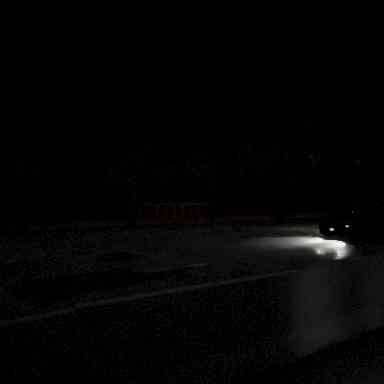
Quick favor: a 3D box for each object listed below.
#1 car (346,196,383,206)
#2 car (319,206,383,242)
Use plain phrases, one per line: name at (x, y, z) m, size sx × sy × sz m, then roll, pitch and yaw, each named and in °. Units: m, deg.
car at (11.781, 1.264, 21.932) m, size 5.566 × 2.045 × 2.150 m, roll 0°, pitch 0°, yaw -23°
car at (8.400, 1.588, 16.537) m, size 4.181 × 1.385 × 1.994 m, roll 0°, pitch 0°, yaw -25°
